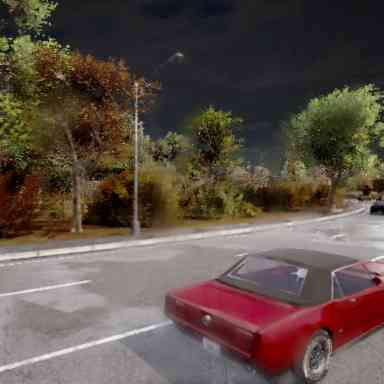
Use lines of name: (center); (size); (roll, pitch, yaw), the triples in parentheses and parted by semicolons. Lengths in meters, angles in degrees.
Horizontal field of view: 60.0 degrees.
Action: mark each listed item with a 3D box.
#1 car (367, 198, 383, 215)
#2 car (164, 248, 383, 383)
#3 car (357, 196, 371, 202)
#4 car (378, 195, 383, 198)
car: (19.611, 1.637, 34.287); (1.895, 1.301, 4.718); (0, 0, 35)
car: (1.996, 1.613, 5.433); (4.718, 1.301, 1.895); (0, 0, -38)
car: (36.686, 1.443, 70.816); (1.895, 1.301, 4.718); (0, 0, 16)
car: (39.640, 1.380, 68.248); (2.097, 1.767, 4.553); (0, 0, 16)
